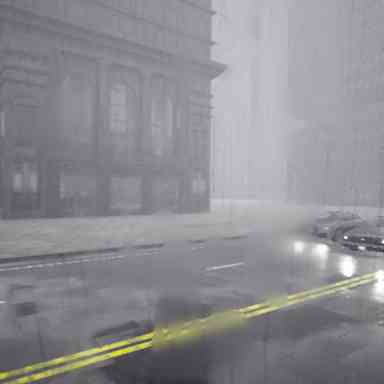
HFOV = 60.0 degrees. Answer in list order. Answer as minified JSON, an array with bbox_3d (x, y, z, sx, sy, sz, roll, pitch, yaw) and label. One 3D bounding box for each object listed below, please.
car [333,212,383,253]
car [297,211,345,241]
[{"bbox_3d":[8.335,1.658,13.623,5.357,1.411,2.033,1,0,-35],"label":"car"},{"bbox_3d":[7.225,1.682,16.821,4.181,1.385,1.994,1,0,-35],"label":"car"}]
